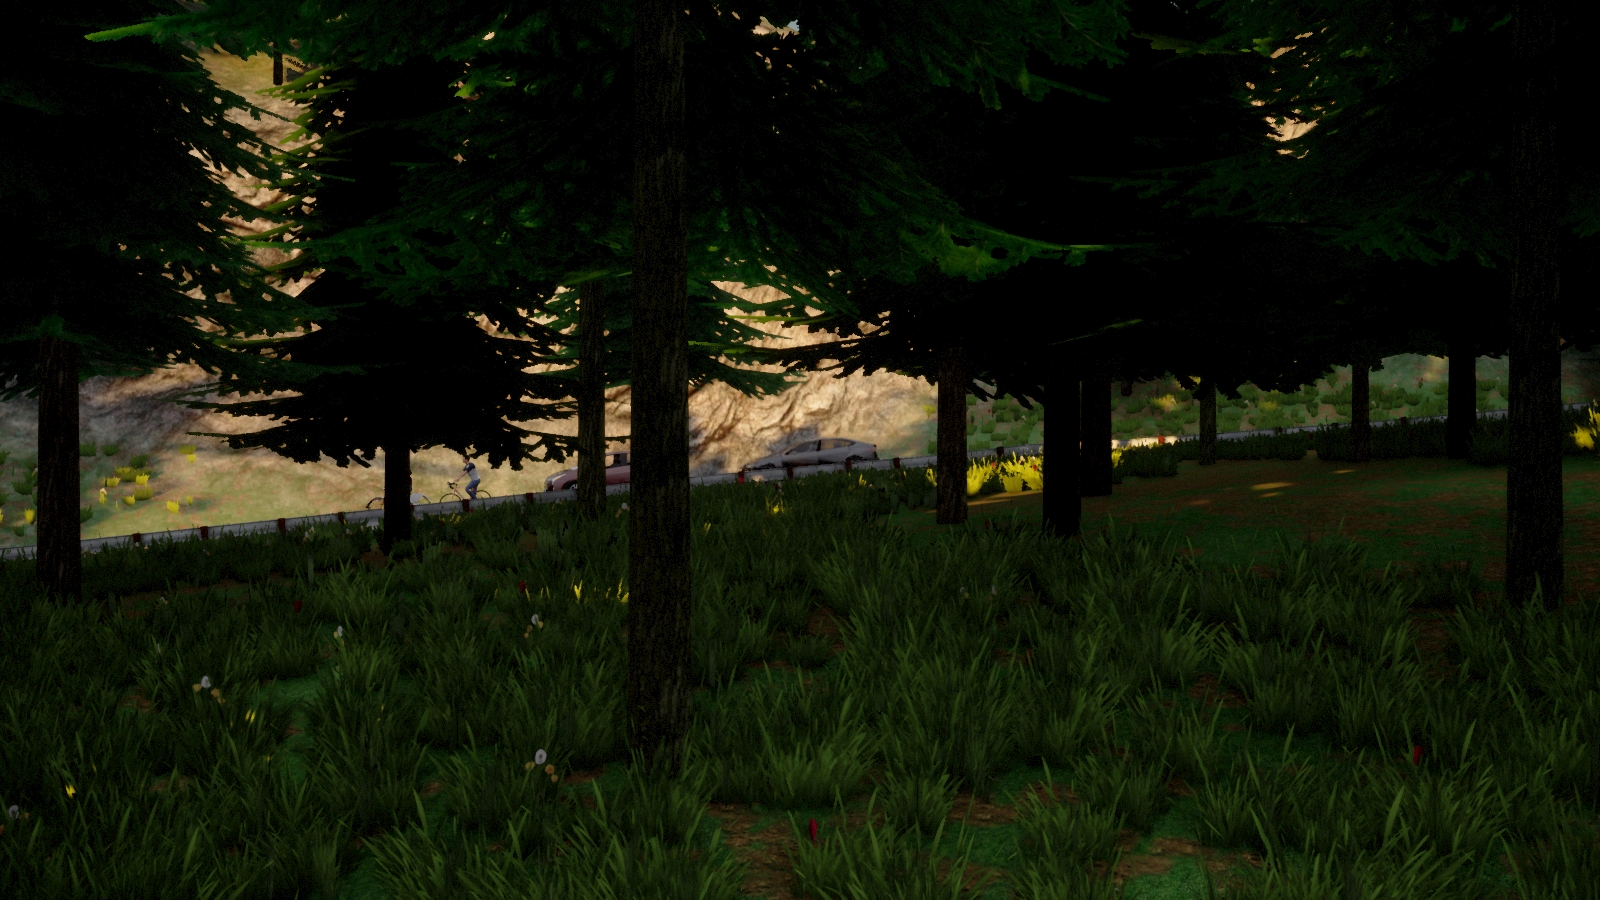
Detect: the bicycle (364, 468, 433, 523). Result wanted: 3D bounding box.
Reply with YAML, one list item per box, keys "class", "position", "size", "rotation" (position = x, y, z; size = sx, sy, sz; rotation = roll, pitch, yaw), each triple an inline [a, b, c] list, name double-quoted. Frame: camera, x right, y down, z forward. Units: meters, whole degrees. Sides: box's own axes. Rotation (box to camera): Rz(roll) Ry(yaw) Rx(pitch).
- class: "bicycle"
  position: [-12.113, 1.359, 34.468]
  size: [1.835, 1.471, 0.329]
  rotation: [-5, 3, -29]

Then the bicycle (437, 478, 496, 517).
- class: "bicycle"
  position: [-10.252, 1.440, 35.171]
  size: [1.643, 1.024, 0.373]
  rotation: [-5, 3, -36]

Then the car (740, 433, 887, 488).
- class: "car"
  position: [0.419, 0.335, 39.685]
  size: [4.792, 1.488, 2.163]
  rotation: [-4, 1, -7]
